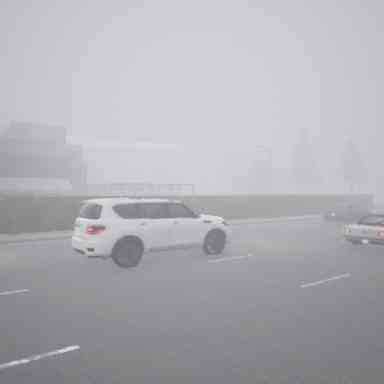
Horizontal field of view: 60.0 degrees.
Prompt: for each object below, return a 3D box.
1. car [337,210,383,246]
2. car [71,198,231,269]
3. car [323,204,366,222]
[{"bbox_3d":[8.464,1.600,14.074,4.718,1.301,1.895,0,0,-35],"label":"car"},{"bbox_3d":[-1.214,1.221,11.475,5.566,2.045,2.150,0,0,-35],"label":"car"},{"bbox_3d":[11.735,1.563,24.996,4.181,1.385,1.994,0,0,-35],"label":"car"}]
